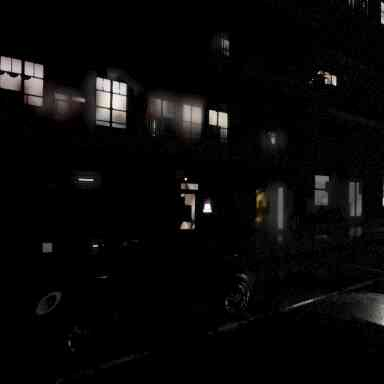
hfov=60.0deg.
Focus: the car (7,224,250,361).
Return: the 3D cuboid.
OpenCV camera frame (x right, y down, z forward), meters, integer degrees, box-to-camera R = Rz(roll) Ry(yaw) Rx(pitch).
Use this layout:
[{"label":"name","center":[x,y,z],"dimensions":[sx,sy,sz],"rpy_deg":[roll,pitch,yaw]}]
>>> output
[{"label":"car","center":[-0.942,1.441,5.876],"dimensions":[4.097,1.590,1.967],"rpy_deg":[0,1,-36]}]
